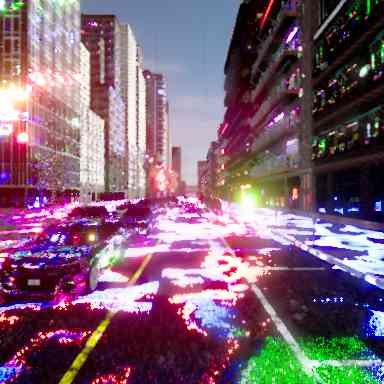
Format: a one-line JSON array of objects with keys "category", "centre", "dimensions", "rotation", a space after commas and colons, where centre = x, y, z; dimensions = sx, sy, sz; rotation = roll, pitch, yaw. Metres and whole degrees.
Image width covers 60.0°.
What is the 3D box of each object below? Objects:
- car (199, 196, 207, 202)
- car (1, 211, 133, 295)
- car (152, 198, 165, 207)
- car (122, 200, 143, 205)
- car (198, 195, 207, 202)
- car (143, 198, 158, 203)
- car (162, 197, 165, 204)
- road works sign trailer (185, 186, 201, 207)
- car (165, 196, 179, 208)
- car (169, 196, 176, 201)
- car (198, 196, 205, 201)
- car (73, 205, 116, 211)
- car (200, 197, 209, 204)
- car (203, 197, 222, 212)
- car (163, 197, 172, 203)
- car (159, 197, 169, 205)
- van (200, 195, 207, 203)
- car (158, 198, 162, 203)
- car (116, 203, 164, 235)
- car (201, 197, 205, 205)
[{"category": "car", "centre": [2.694, 1.752, 84.392], "dimensions": [1.967, 1.590, 4.097], "rotation": [0, 0, 0]}, {"category": "car", "centre": [-3.092, 1.504, 9.017], "dimensions": [1.882, 1.535, 5.008], "rotation": [0, 0, 0]}, {"category": "car", "centre": [-5.688, 1.736, 56.729], "dimensions": [1.887, 1.381, 4.507], "rotation": [0, 0, 0]}, {"category": "car", "centre": [-5.690, 1.616, 28.896], "dimensions": [1.752, 1.417, 4.829], "rotation": [0, 0, 0]}, {"category": "car", "centre": [2.693, 1.656, 62.261], "dimensions": [1.967, 1.590, 4.097], "rotation": [0, 0, 0]}, {"category": "car", "centre": [-5.689, 1.681, 40.132], "dimensions": [2.008, 1.369, 4.403], "rotation": [0, 0, 0]}, {"category": "car", "centre": [-5.689, 1.721, 51.196], "dimensions": [2.008, 1.369, 4.403], "rotation": [0, 0, 0]}, {"category": "road works sign trailer", "centre": [0.002, 0.655, 55.934], "dimensions": [2.380, 3.560, 2.880], "rotation": [0, 0, 0]}, {"category": "car", "centre": [-3.063, 1.704, 53.057], "dimensions": [1.812, 1.442, 4.674], "rotation": [0, 0, 0]}, {"category": "car", "centre": [-5.686, 1.883, 95.287], "dimensions": [1.752, 1.417, 4.829], "rotation": [0, 0, 0]}, {"category": "car", "centre": [2.694, 1.912, 95.456], "dimensions": [2.008, 1.369, 4.403], "rotation": [0, 0, 0]}, {"category": "car", "centre": [-5.691, 1.494, 18.001], "dimensions": [1.967, 1.590, 4.097], "rotation": [0, 0, 0]}, {"category": "car", "centre": [2.693, 1.845, 73.326], "dimensions": [1.802, 1.307, 4.206], "rotation": [0, 0, 0]}, {"category": "car", "centre": [2.692, 1.684, 40.131], "dimensions": [2.008, 1.369, 4.403], "rotation": [0, 0, 0]}, {"category": "car", "centre": [-5.687, 1.867, 78.860], "dimensions": [1.802, 1.307, 4.206], "rotation": [0, 0, 0]}, {"category": "car", "centre": [-5.687, 1.761, 67.624], "dimensions": [1.752, 1.417, 4.829], "rotation": [0, 0, 0]}, {"category": "van", "centre": [2.693, 1.628, 78.859], "dimensions": [1.690, 1.788, 3.998], "rotation": [0, 0, 0]}, {"category": "car", "centre": [-5.689, 1.590, 45.665], "dimensions": [1.967, 1.590, 4.097], "rotation": [0, 0, 0]}, {"category": "car", "centre": [-3.047, 1.608, 19.688], "dimensions": [2.033, 1.411, 5.357], "rotation": [0, 0, 0]}, {"category": "car", "centre": [2.692, 1.704, 45.663], "dimensions": [2.008, 1.369, 4.403], "rotation": [0, 0, 0]}]
